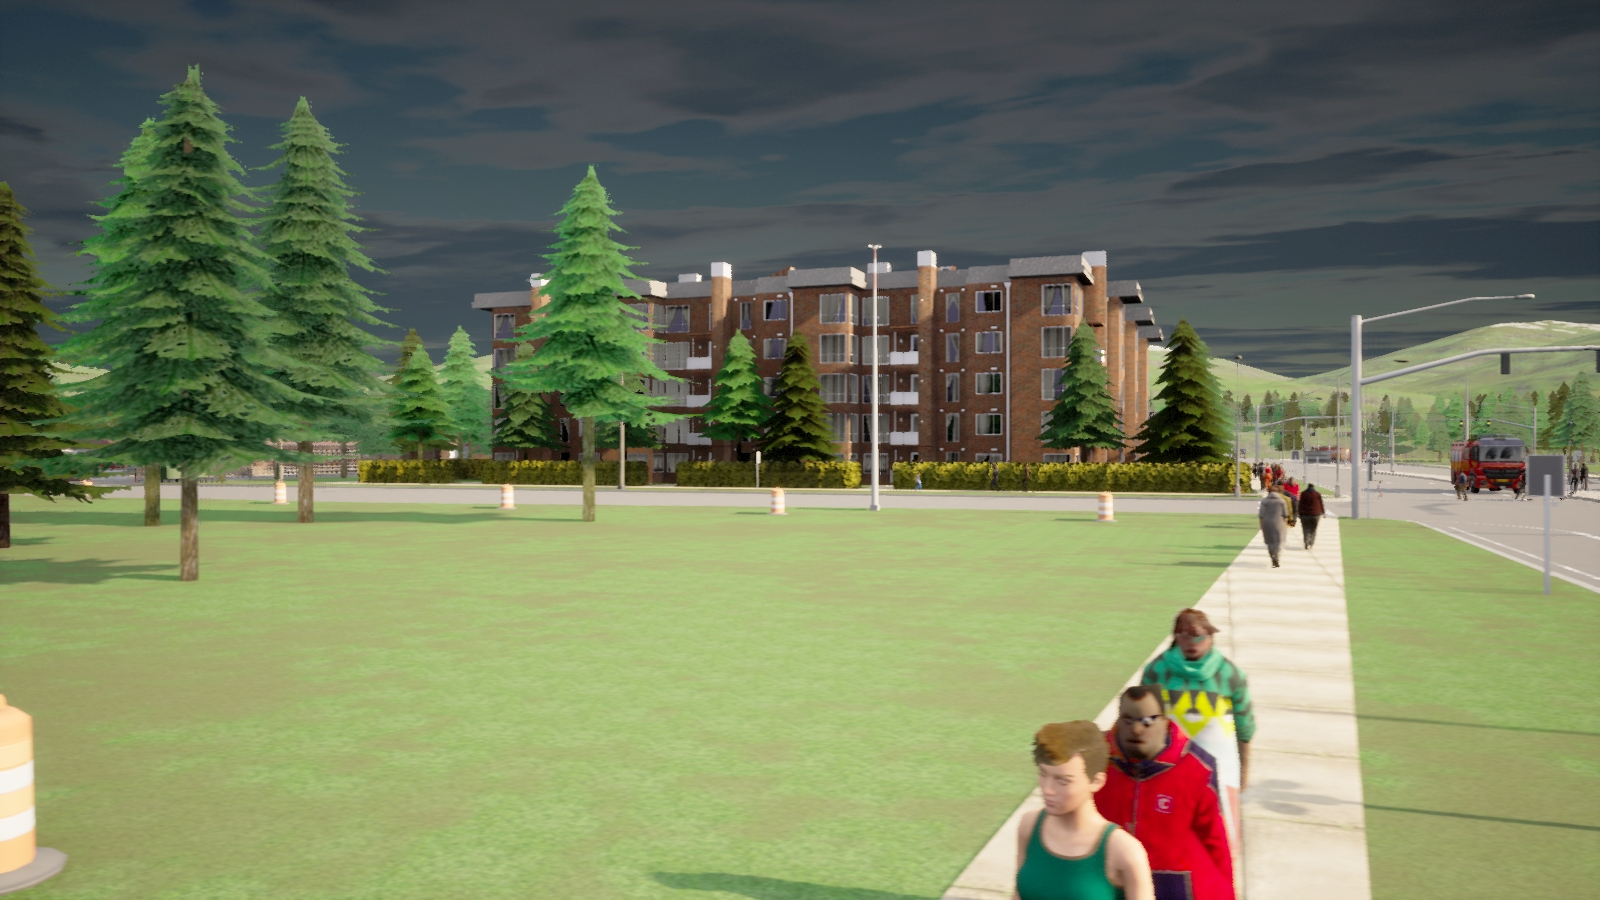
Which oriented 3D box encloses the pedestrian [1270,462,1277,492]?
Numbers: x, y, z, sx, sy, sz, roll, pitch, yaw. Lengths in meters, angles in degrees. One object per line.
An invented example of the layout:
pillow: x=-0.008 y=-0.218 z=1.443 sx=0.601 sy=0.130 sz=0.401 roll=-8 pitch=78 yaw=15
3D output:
pedestrian: x=29.747 y=1.697 z=71.827 sx=0.375 sy=1.860 sz=0.375 roll=0 pitch=0 yaw=28

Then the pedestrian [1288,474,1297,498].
pedestrian: x=27.231 y=1.978 z=63.172 sx=0.375 sy=1.300 sz=0.375 roll=0 pitch=0 yaw=10

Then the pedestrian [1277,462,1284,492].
pedestrian: x=29.889 y=1.698 z=71.066 sx=0.375 sy=1.860 sz=0.375 roll=0 pitch=0 yaw=16

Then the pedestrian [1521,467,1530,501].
pedestrian: x=40.024 y=1.874 z=63.038 sx=0.375 sy=1.860 sz=0.375 roll=0 pitch=0 yaw=24

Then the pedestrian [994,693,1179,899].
pedestrian: x=0.838 y=1.696 z=3.345 sx=0.375 sy=1.860 sz=0.375 roll=0 pitch=0 yaw=-39

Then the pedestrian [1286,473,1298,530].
pedestrian: x=16.314 y=1.696 z=37.878 sx=0.375 sy=1.860 sz=0.375 roll=0 pitch=0 yaw=24

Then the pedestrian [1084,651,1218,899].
pedestrian: x=1.263 y=1.696 z=4.101 sx=0.375 sy=1.860 sz=0.375 roll=0 pitch=0 yaw=32

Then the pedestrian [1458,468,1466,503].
pedestrian: x=35.992 y=1.926 z=62.112 sx=0.375 sy=1.860 sz=0.375 roll=0 pitch=0 yaw=29

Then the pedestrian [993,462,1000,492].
pedestrian: x=12.403 y=1.696 z=72.293 sx=0.375 sy=1.860 sz=0.375 roll=0 pitch=0 yaw=20

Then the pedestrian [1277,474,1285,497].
pedestrian: x=26.694 y=1.977 z=63.451 sx=0.375 sy=1.300 sz=0.375 roll=0 pitch=0 yaw=31

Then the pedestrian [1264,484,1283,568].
pedestrian: x=10.660 y=1.696 z=25.716 sx=0.375 sy=1.860 sz=0.375 roll=0 pitch=0 yaw=24

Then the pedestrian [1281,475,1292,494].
pedestrian: x=29.106 y=2.078 z=68.340 sx=0.500 sy=1.100 sz=0.500 roll=0 pitch=0 yaw=36

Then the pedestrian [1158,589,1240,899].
pedestrian: x=2.121 y=1.697 z=6.063 sx=0.375 sy=1.860 sz=0.375 roll=0 pitch=0 yaw=25

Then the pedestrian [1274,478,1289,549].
pedestrian: x=12.939 y=1.696 z=30.690 sx=0.375 sy=1.860 sz=0.375 roll=0 pitch=0 yaw=24

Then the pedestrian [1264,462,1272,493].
pedestrian: x=28.795 y=1.697 z=70.340 sx=0.375 sy=1.860 sz=0.375 roll=0 pitch=0 yaw=12

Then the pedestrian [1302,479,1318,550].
pedestrian: x=13.466 y=1.696 z=30.158 sx=0.375 sy=1.860 sz=0.375 roll=0 pitch=0 yaw=26

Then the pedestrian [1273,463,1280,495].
pedestrian: x=28.007 y=1.696 z=67.156 sx=0.375 sy=1.860 sz=0.375 roll=0 pitch=0 yaw=22

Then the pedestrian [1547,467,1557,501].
pedestrian: x=40.831 y=1.849 z=62.053 sx=0.375 sy=1.860 sz=0.375 roll=0 pitch=0 yaw=16

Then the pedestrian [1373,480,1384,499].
pedestrian: x=32.693 y=2.229 z=64.552 sx=0.500 sy=1.100 sz=0.500 roll=0 pitch=0 yaw=18

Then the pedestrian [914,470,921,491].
pedestrian: x=7.630 y=1.976 z=73.983 sx=0.375 sy=1.300 sz=0.375 roll=0 pitch=0 yaw=20

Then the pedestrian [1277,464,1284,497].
pedestrian: x=27.031 y=1.697 z=64.269 sx=0.375 sy=1.860 sz=0.375 roll=0 pitch=0 yaw=19

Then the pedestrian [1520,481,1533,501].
pedestrian: x=39.654 y=2.229 z=62.390 sx=0.500 sy=1.100 sz=0.500 roll=0 pitch=0 yaw=17

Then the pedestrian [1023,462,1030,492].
pedestrian: x=14.221 y=1.697 z=71.621 sx=0.375 sy=1.860 sz=0.375 roll=0 pitch=0 yaw=21
